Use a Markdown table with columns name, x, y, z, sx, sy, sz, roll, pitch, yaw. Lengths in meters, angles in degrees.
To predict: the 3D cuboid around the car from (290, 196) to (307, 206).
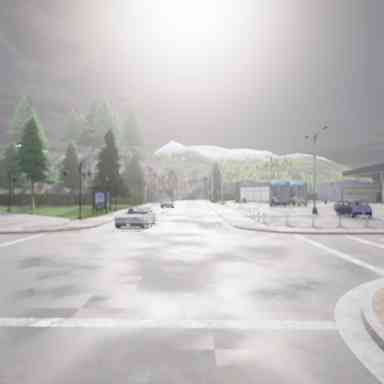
| name | x | y | z | sx | sy | sz | roll | pitch | yaw |
| --- | --- | --- | --- | --- | --- | --- | --- | --- | --- |
| car | 17.307 | 1.508 | 54.911 | 2.152 | 1.636 | 5.027 | 0 | 0 | 0 |

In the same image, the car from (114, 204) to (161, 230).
| name | x | y | z | sx | sy | sz | roll | pitch | yaw |
| --- | --- | --- | --- | --- | --- | --- | --- | --- | --- |
| car | -3.630 | 1.674 | 22.145 | 1.895 | 1.301 | 4.718 | 0 | 0 | 5 |

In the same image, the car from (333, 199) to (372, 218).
| name | x | y | z | sx | sy | sz | roll | pitch | yaw |
| --- | --- | --- | --- | --- | --- | --- | --- | --- | --- |
| car | 13.939 | 1.467 | 28.855 | 1.845 | 1.501 | 3.633 | 0 | 0 | 0 |

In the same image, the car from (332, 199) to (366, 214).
| name | x | y | z | sx | sy | sz | roll | pitch | yaw |
| --- | --- | --- | --- | --- | --- | --- | --- | --- | --- |
| car | 16.988 | 1.502 | 36.248 | 1.970 | 1.475 | 3.806 | 0 | 0 | 0 |

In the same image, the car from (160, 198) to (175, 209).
| name | x | y | z | sx | sy | sz | roll | pitch | yaw |
| --- | --- | --- | --- | --- | --- | --- | --- | --- | --- |
| car | -3.528 | 1.665 | 47.870 | 1.812 | 1.442 | 4.674 | 0 | 0 | 0 |

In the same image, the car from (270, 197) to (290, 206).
| name | x | y | z | sx | sy | sz | roll | pitch | yaw |
| --- | --- | --- | --- | --- | --- | --- | --- | --- | --- |
| car | 14.170 | 1.517 | 54.888 | 2.007 | 1.523 | 4.514 | 0 | 0 | 0 |
